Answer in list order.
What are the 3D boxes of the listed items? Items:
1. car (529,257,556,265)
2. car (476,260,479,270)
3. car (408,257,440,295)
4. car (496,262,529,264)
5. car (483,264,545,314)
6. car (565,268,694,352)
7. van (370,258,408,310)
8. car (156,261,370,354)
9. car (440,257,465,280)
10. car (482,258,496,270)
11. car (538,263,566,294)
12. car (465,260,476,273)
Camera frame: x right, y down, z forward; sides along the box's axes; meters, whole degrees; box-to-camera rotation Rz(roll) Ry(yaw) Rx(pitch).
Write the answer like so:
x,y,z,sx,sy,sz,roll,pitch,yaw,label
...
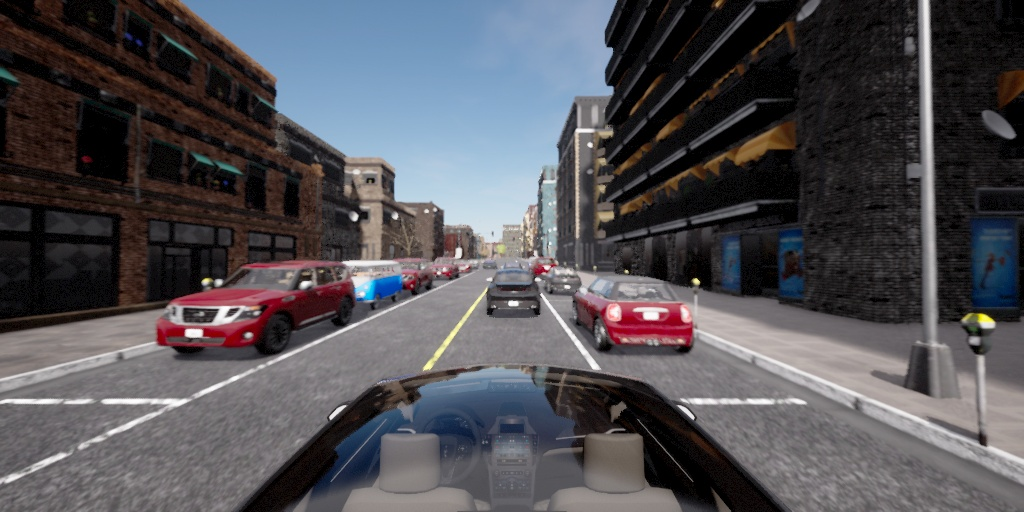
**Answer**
x,y,z,sx,sy,sz,roll,pitch,yaw,label
2.683,1.022,30.544,2.192,1.841,5.009,0,0,0,car
-5.705,1.224,52.177,2.007,1.370,4.403,0,0,0,car
-5.694,1.039,19.734,2.192,1.841,5.009,0,0,0,car
0.059,1.202,29.002,2.128,1.511,4.902,0,0,0,car
0.062,1.238,13.647,1.837,1.490,4.892,0,0,0,car
2.689,1.180,8.915,1.967,1.591,4.097,0,0,0,car
-5.693,1.073,14.327,1.690,1.789,3.998,0,0,0,van
-5.692,1.055,8.920,2.192,1.841,5.009,0,0,0,car
-5.698,1.022,30.549,2.192,1.841,5.009,0,0,0,car
-3.088,1.240,50.811,1.994,1.385,4.181,0,0,0,car
2.686,1.275,19.729,2.007,1.370,4.403,0,0,0,car
-5.701,1.130,41.363,1.967,1.591,4.097,0,0,0,car
